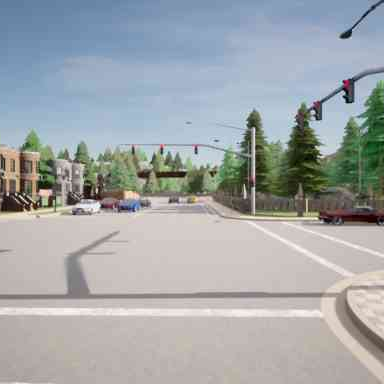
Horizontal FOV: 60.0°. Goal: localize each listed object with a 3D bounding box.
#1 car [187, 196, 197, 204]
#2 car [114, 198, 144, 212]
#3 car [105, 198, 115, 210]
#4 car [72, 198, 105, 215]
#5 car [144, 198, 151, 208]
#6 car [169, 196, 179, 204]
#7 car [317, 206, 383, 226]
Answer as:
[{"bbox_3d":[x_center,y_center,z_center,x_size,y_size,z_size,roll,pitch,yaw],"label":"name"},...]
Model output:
[{"bbox_3d":[-0.016,1.474,64.817,1.882,1.535,5.008,0,0,0],"label":"car"},{"bbox_3d":[-7.163,1.475,38.265,1.882,1.535,5.008,0,0,0],"label":"car"},{"bbox_3d":[-10.664,1.475,42.979,1.882,1.535,5.008,0,0,0],"label":"car"},{"bbox_3d":[-10.656,1.524,33.926,1.812,1.442,4.674,0,0,0],"label":"car"},{"bbox_3d":[-7.153,1.561,48.253,1.994,1.385,4.181,0,0,0],"label":"car"},{"bbox_3d":[-3.518,1.488,64.867,2.128,1.511,4.902,0,0,0],"label":"car"},{"bbox_3d":[11.148,1.600,22.799,4.718,1.301,1.895,0,0,2],"label":"car"}]
